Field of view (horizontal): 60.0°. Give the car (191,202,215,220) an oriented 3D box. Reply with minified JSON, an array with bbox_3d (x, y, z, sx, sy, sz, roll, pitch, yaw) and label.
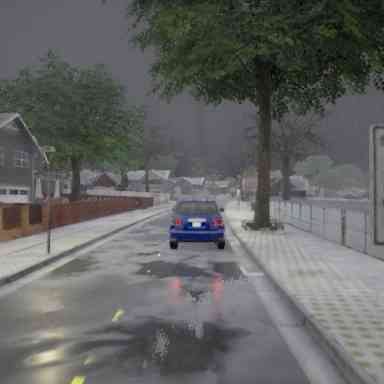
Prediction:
[{"bbox_3d":[1.070,1.636,29.546,1.895,1.301,4.718,0,0,4],"label":"car"}]

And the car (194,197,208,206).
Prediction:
[{"bbox_3d":[1.687,1.660,60.611,1.837,1.490,4.892,0,0,8],"label":"car"}]

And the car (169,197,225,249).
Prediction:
[{"bbox_3d":[0.268,1.262,14.616,2.150,2.045,5.566,0,0,2],"label":"car"}]
